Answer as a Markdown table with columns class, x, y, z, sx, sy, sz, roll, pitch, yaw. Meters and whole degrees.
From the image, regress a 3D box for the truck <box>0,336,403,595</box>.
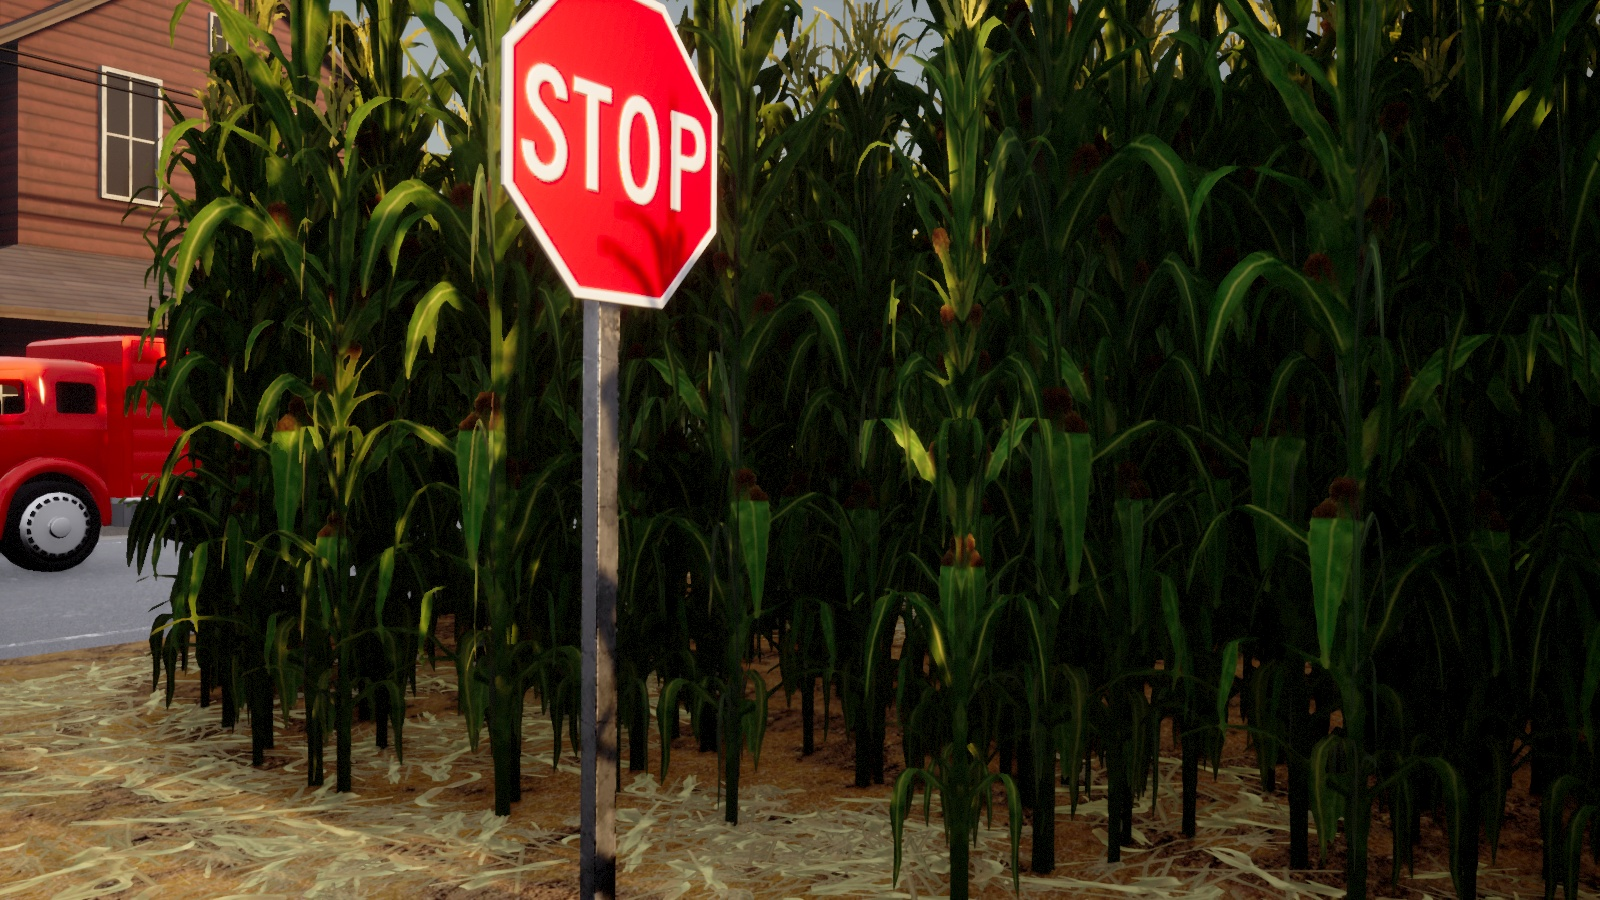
| class | x | y | z | sx | sy | sz | roll | pitch | yaw |
| --- | --- | --- | --- | --- | --- | --- | --- | --- | --- |
| truck | -7.578 | 0.116 | 14.477 | 2.627 | 2.467 | 5.204 | 0 | 1 | 33 |
